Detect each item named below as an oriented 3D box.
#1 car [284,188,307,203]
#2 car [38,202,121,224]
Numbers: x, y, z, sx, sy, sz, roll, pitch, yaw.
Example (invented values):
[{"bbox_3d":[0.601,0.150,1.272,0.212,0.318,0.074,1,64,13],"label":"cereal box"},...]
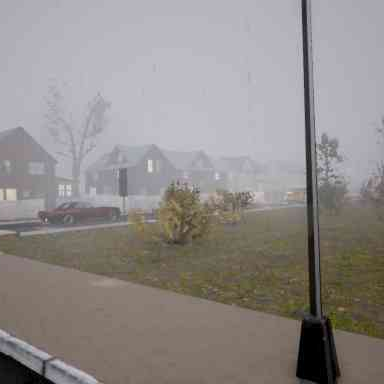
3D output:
[{"bbox_3d":[13.949,0.593,42.280,1.882,1.535,5.008,-2,-1,44],"label":"car"},{"bbox_3d":[-6.740,1.252,20.470,1.895,1.301,4.718,-2,-1,43],"label":"car"}]
